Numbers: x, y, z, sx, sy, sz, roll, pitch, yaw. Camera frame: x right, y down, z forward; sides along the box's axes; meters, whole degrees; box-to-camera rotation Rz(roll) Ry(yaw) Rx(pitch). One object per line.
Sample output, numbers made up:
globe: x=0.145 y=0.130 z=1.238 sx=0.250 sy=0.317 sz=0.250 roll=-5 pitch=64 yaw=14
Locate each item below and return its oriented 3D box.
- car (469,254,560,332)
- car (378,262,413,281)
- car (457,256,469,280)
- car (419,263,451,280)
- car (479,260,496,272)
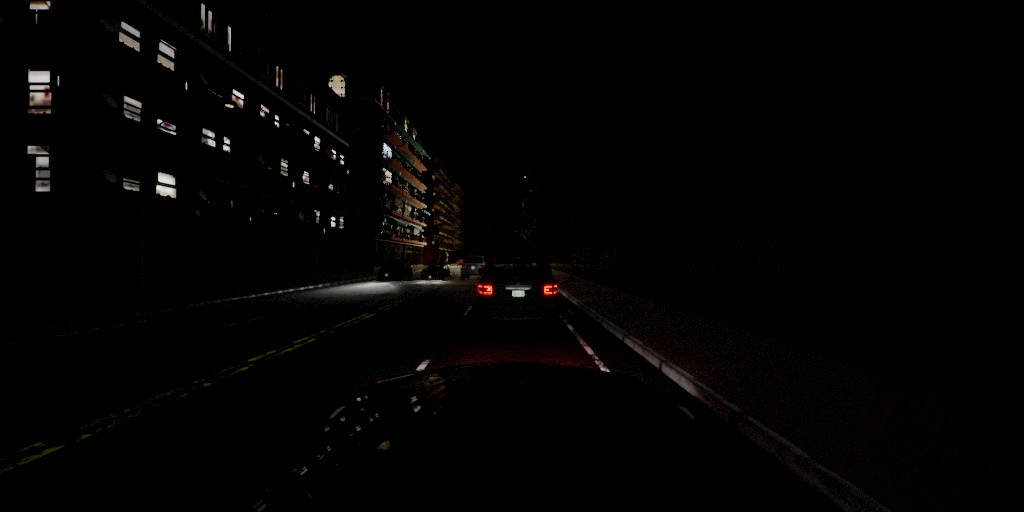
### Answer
car: x=0.111 y=0.973 z=11.076 sx=2.150 sy=2.045 sz=5.566 roll=0 pitch=0 yaw=-1
car: x=-9.830 y=1.245 z=30.560 sx=2.128 sy=1.511 sz=4.902 roll=0 pitch=0 yaw=0
car: x=-3.121 y=0.977 z=31.213 sx=2.150 sy=2.045 sz=5.566 roll=0 pitch=0 yaw=0
car: x=-6.578 y=1.301 z=31.422 sx=2.033 sy=1.411 sz=5.357 roll=0 pitch=0 yaw=0
car: x=-3.117 y=1.280 z=45.895 sx=1.812 sy=1.442 sz=4.674 roll=0 pitch=0 yaw=0
